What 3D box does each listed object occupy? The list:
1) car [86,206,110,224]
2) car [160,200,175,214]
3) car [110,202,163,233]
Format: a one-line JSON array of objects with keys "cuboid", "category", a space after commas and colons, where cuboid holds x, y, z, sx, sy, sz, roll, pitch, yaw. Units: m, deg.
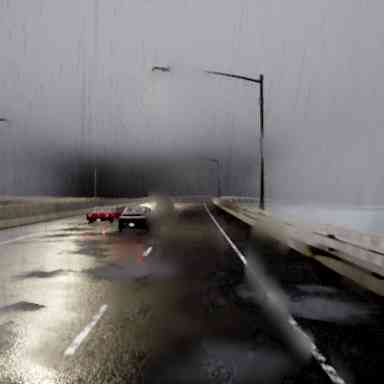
[{"cuboid": [-6.766, 1.760, 26.380, 1.895, 1.301, 4.718, 0, 0, 1], "category": "car"}, {"cuboid": [-3.105, 1.743, 39.473, 1.837, 1.490, 4.892, 0, 0, 1], "category": "car"}, {"cuboid": [-3.312, 1.617, 20.777, 2.128, 1.511, 4.902, 0, 0, 0], "category": "car"}]
